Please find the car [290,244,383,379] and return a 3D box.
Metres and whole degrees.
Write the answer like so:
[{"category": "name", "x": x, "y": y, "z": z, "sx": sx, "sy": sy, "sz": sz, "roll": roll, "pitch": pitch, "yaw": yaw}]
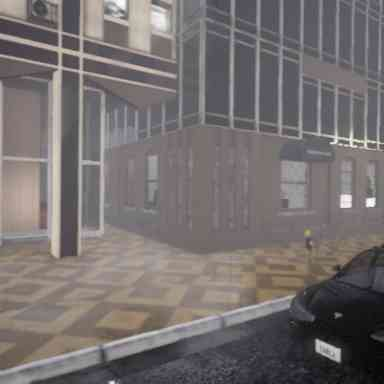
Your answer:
[{"category": "car", "x": 3.448, "y": 1.551, "z": 5.236, "sx": 4.313, "sy": 1.339, "sz": 1.947, "roll": 0, "pitch": 1, "yaw": -34}]
